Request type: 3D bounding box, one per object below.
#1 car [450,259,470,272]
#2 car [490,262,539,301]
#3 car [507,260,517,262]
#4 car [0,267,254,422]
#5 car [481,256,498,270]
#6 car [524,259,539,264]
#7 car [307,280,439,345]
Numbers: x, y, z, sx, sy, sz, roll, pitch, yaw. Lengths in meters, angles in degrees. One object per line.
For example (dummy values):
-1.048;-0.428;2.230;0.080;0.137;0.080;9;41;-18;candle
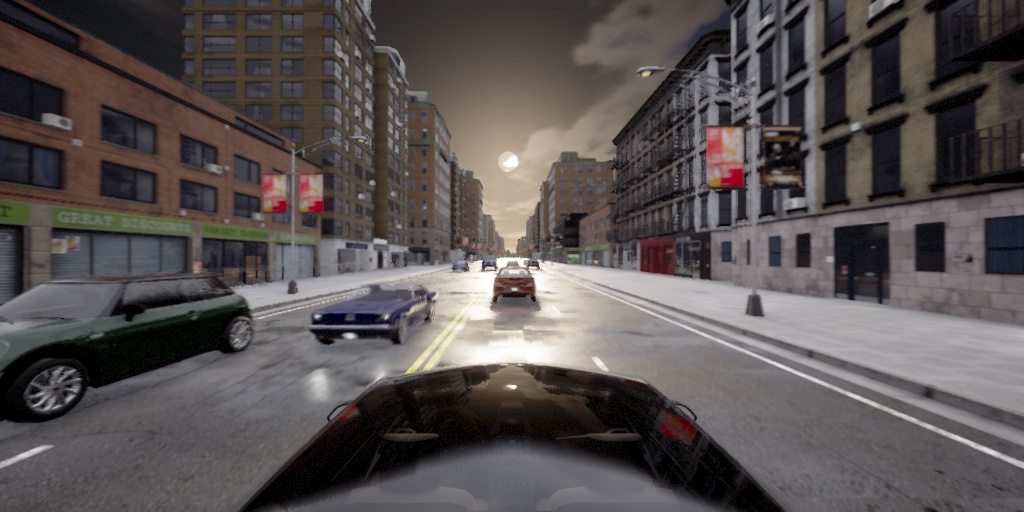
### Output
-6.571;1.270;46.322;1.812;1.442;4.674;0;0;0;car
0.104;1.227;17.330;1.882;1.535;5.008;0;0;0;car
0.113;1.306;55.736;1.994;1.385;4.181;0;0;0;car
-6.599;1.102;5.776;2.097;1.767;4.553;0;0;0;car
-3.295;0.962;52.927;2.150;2.045;5.566;0;0;0;car
3.364;1.246;57.781;1.837;1.490;4.892;0;0;0;car
-3.348;1.351;9.632;1.895;1.301;4.718;0;0;0;car
